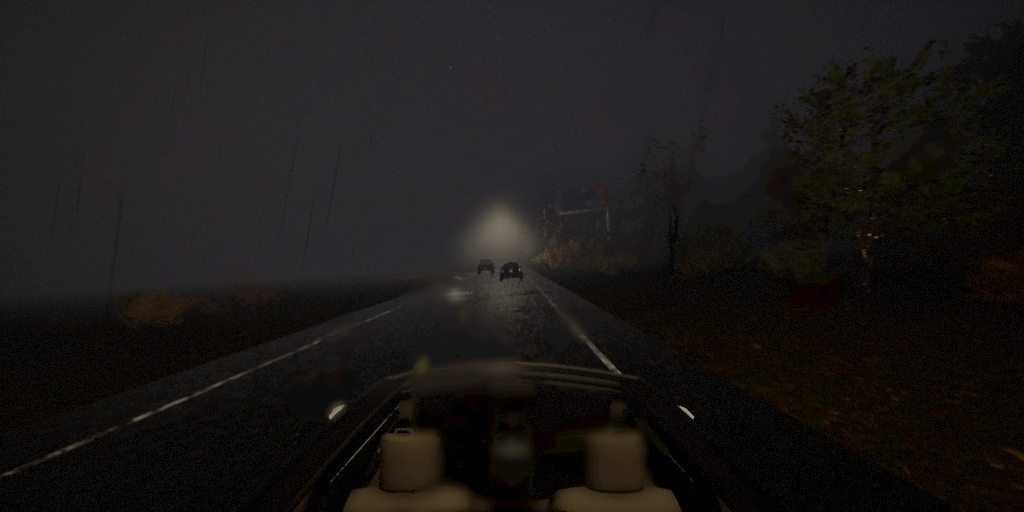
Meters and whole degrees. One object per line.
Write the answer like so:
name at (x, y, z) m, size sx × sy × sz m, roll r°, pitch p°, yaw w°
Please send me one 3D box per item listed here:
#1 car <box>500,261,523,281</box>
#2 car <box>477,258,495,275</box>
car at (-0.069, 1.359, 33.720) m, size 2.097 × 1.767 × 4.553 m, roll -3°, pitch -1°, yaw 0°
car at (-3.613, 1.345, 49.884) m, size 2.150 × 2.045 × 5.566 m, roll -3°, pitch 0°, yaw 0°
